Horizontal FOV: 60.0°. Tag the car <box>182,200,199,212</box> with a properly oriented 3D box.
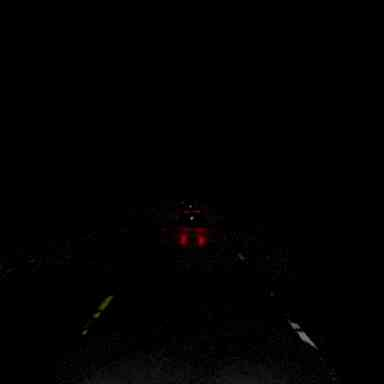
[{"bbox_3d":[-0.196,1.755,41.601,1.994,1.385,4.181,0,0,-1],"label":"car"}]

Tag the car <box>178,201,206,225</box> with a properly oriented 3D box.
[{"bbox_3d":[-0.008,1.579,24.888,2.128,1.511,4.902,0,0,0],"label":"car"}]
